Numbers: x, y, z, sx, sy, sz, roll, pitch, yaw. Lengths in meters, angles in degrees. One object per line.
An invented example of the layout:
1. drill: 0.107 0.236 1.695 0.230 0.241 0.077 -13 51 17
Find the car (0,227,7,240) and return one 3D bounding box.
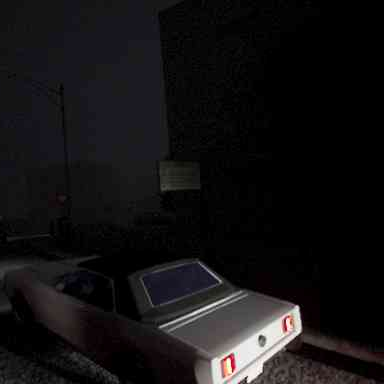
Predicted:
1. car: -15.458 3.365 25.644 1.895 1.301 4.718 -3 -4 -32

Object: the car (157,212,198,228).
1. car: -2.183 4.262 50.177 5.566 2.045 2.435 -6 -8 22

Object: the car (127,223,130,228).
1. car: -12.698 6.053 57.195 5.366 1.575 1.946 -6 -8 22

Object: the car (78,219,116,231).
1. car: -12.729 4.698 44.567 1.895 1.301 4.718 -6 -6 22

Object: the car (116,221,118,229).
1. car: -14.688 5.527 51.868 5.008 1.535 2.097 -6 -7 22

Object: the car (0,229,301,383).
1. car: -1.010 1.556 4.936 4.718 1.301 1.895 1 1 41

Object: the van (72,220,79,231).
1. van: -15.853 5.087 49.376 4.442 1.987 1.878 -6 -7 22

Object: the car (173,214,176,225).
1. car: -4.214 4.056 44.989 4.792 1.488 2.163 -6 -7 22

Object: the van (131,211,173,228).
1. van: -5.200 3.585 42.413 4.442 1.987 1.878 -6 -7 22

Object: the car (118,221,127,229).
1. car: -13.609 5.646 54.441 4.553 1.767 2.185 -6 -7 22

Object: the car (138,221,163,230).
1. car: -7.162 5.887 58.125 2.033 1.411 5.357 -6 -8 22

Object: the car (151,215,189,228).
1. car: -3.175 4.265 47.616 5.008 1.535 2.097 -6 -8 21

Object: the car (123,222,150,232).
1. car: -10.412 6.579 62.263 4.674 1.452 2.002 -6 -8 22
